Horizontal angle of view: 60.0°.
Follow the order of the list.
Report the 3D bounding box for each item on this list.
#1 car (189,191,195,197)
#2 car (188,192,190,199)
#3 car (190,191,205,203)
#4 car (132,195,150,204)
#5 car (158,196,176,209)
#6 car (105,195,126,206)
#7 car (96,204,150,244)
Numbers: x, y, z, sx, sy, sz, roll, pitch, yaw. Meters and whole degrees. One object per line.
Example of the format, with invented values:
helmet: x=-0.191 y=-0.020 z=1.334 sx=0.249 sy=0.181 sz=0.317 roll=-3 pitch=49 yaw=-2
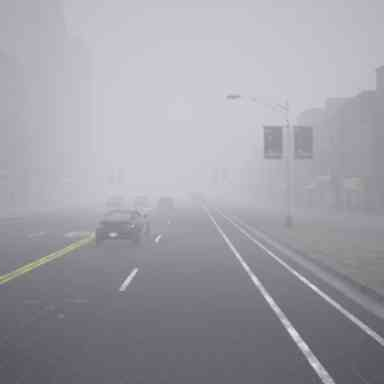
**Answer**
car: x=-0.005 y=0.582 z=92.548 sx=1.837 sy=1.490 sz=4.892 roll=0 pitch=0 yaw=0
car: x=-0.004 y=0.771 z=74.558 sx=1.837 sy=1.490 sz=4.892 roll=0 pitch=1 yaw=0
car: x=1.134 y=0.939 z=55.724 sx=2.097 sy=1.767 sz=4.553 roll=0 pitch=1 yaw=0
car: x=-6.583 y=1.223 z=43.459 sx=1.837 sy=1.490 sz=4.892 roll=0 pitch=0 yaw=0
car: x=-3.151 y=1.245 z=41.213 sx=1.837 sy=1.490 sz=4.892 roll=0 pitch=1 yaw=0
car: x=-9.834 y=1.198 z=43.179 sx=1.882 sy=1.535 sz=5.008 roll=0 pitch=1 yaw=0
car: x=-3.151 y=1.507 z=15.585 sx=1.812 sy=1.442 sz=4.674 roll=0 pitch=0 yaw=0
